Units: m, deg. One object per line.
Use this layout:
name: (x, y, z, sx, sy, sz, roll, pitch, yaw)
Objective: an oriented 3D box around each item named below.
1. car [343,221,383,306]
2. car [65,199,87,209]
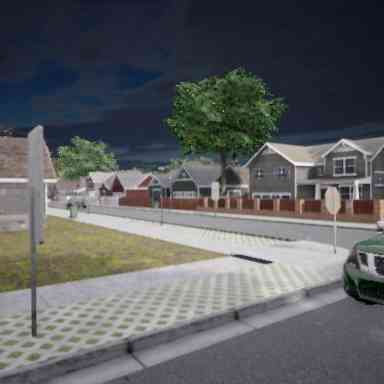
car: (5.427, 1.188, 6.820, 5.566, 2.045, 2.150, -1, 0, -36)
car: (-16.872, 1.743, 48.197, 2.033, 1.411, 5.357, -1, 0, -35)
